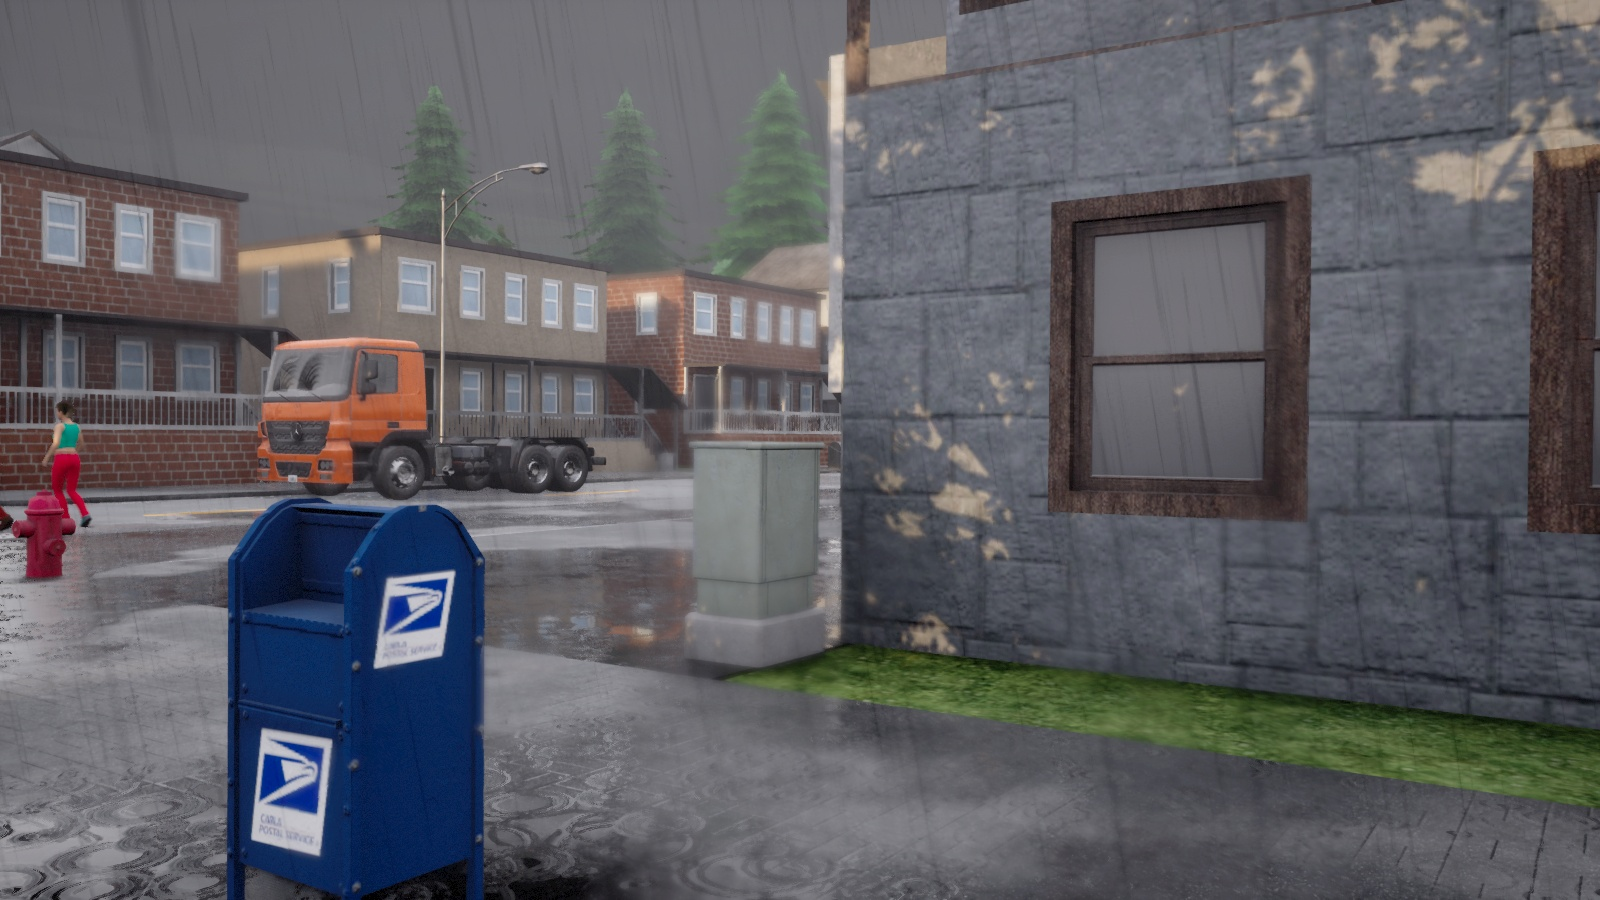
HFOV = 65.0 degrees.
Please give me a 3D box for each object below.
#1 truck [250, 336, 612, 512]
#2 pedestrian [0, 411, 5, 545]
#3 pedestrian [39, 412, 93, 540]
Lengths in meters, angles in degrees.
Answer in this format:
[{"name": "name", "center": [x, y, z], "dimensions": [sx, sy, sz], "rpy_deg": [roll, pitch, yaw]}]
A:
[{"name": "truck", "center": [-8.083, -0.570, 28.753], "dimensions": [2.891, 3.462, 7.936], "rpy_deg": [0, 1, 33]}, {"name": "pedestrian", "center": [-11.312, 0.389, 17.187], "dimensions": [0.614, 1.847, 0.353], "rpy_deg": [0, 1, 4]}, {"name": "pedestrian", "center": [-10.634, 0.374, 18.204], "dimensions": [0.594, 1.836, 0.345], "rpy_deg": [0, 1, 19]}]
